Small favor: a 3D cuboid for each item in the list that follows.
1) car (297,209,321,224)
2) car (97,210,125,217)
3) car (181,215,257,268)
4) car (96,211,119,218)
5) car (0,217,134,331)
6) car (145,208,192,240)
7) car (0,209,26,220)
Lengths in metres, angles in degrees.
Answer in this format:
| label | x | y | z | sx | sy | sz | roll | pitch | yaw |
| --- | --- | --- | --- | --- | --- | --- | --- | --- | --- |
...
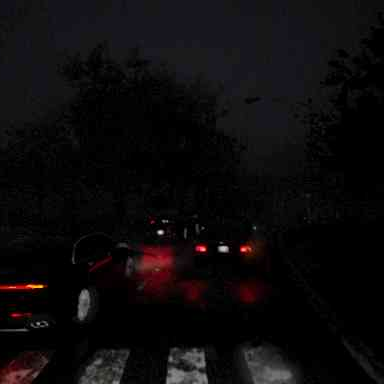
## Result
| label | x | y | z | sx | sy | sz | roll | pitch | yaw |
| --- | --- | --- | --- | --- | --- | --- | --- | --- | --- |
| car | 12.369 | 2.549 | 35.061 | 2.128 | 1.511 | 4.902 | -2 | -4 | 29 |
| car | -15.331 | 4.256 | 63.076 | 5.008 | 1.535 | 1.882 | 1 | -4 | -22 |
| car | 1.211 | 1.548 | 11.278 | 2.033 | 1.411 | 5.357 | -1 | 0 | 9 |
| car | -16.737 | 4.518 | 65.982 | 4.181 | 1.385 | 1.994 | 2 | -4 | -25 |
| car | -2.612 | 1.526 | 7.037 | 1.837 | 1.490 | 4.892 | 0 | 0 | 5 |
| car | -0.900 | 1.572 | 16.999 | 1.837 | 1.490 | 4.892 | -1 | -1 | 12 |
| car | -26.337 | 3.192 | 48.112 | 2.097 | 1.767 | 4.553 | 0 | -4 | 11 |
